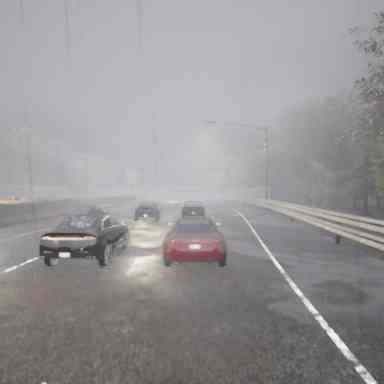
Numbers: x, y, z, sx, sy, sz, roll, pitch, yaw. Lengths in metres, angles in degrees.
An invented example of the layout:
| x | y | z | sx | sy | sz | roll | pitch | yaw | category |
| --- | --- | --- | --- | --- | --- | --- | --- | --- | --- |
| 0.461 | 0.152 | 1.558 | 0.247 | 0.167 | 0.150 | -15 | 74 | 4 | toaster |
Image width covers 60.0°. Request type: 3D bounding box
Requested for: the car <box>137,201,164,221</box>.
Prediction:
| x | y | z | sx | sy | sz | roll | pitch | yaw | category |
| --- | --- | --- | --- | --- | --- | --- | --- | --- | --- |
| -3.402 | 1.469 | 26.735 | 1.837 | 1.490 | 4.892 | 0 | 0 | 0 | car |

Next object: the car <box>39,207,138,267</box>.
| x | y | z | sx | sy | sz | roll | pitch | yaw | category |
| --- | --- | --- | --- | --- | --- | --- | --- | --- | --- |
| -3.409 | 1.474 | 11.345 | 2.128 | 1.511 | 4.902 | 0 | 0 | 0 | car |

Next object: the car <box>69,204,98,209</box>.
| x | y | z | sx | sy | sz | roll | pitch | yaw | category |
| --- | --- | --- | --- | --- | --- | --- | --- | --- | --- |
| -6.925 | 1.517 | 21.654 | 2.033 | 1.411 | 5.357 | 0 | 0 | 0 | car |

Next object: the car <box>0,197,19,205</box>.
| x | y | z | sx | sy | sz | roll | pitch | yaw | category |
| --- | --- | --- | --- | --- | --- | --- | --- | --- | --- |
| -24.552 | 1.430 | 45.026 | 1.882 | 1.535 | 5.008 | 0 | 0 | 0 | car |

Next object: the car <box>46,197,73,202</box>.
| x | y | z | sx | sy | sz | roll | pitch | yaw | category |
| --- | --- | --- | --- | --- | --- | --- | --- | --- | --- |
| -17.556 | 1.460 | 45.324 | 1.837 | 1.490 | 4.892 | 0 | -1 | 0 | car |

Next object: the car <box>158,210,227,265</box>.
| x | y | z | sx | sy | sz | roll | pitch | yaw | category |
| --- | --- | --- | --- | --- | --- | --- | --- | --- | --- |
| 0.092 | 1.547 | 11.596 | 1.994 | 1.385 | 4.181 | 0 | 0 | 0 | car |

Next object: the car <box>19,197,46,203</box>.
| x | y | z | sx | sy | sz | roll | pitch | yaw | category |
| --- | --- | --- | --- | --- | --- | --- | --- | --- | --- |
| -21.053 | 1.445 | 45.561 | 2.128 | 1.511 | 4.902 | 0 | 0 | 0 | car |

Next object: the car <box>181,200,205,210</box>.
| x | y | z | sx | sy | sz | roll | pitch | yaw | category |
| --- | --- | --- | --- | --- | --- | --- | --- | --- | --- |
| 0.101 | 1.441 | 28.053 | 1.882 | 1.535 | 5.008 | 0 | 0 | 0 | car |
